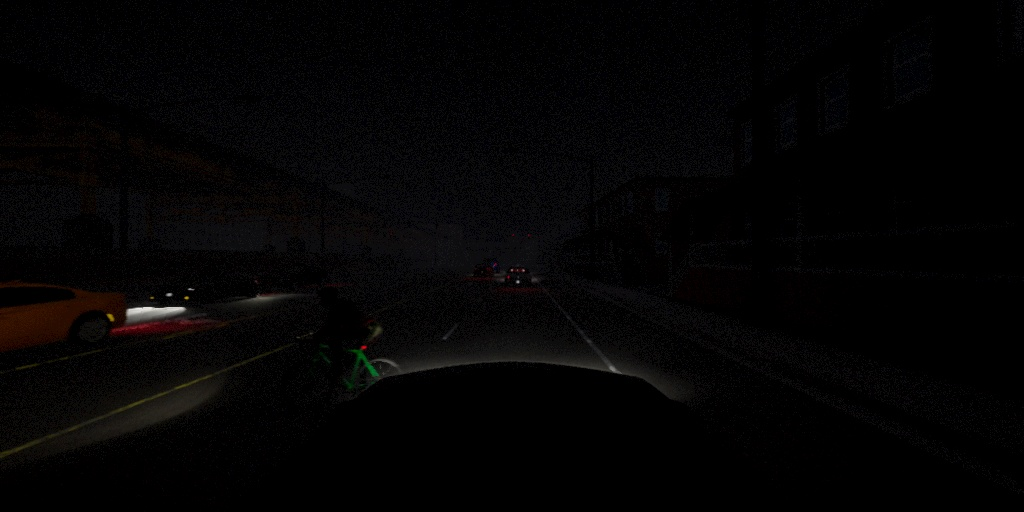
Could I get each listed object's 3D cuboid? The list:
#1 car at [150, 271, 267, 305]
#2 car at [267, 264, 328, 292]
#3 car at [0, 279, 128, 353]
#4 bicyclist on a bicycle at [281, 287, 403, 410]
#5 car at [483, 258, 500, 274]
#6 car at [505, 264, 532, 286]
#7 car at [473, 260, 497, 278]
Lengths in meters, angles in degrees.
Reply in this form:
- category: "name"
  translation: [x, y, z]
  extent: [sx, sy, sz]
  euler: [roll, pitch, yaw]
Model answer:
- category: "car"
  translation: [-13.895, 1.399, 16.546]
  extent: [1.994, 1.385, 4.181]
  euler: [0, 0, 1]
- category: "car"
  translation: [-13.711, 1.270, 22.852]
  extent: [1.882, 1.535, 5.008]
  euler: [0, 0, 1]
- category: "car"
  translation: [-10.531, 1.255, 6.779]
  extent: [1.882, 1.535, 5.008]
  euler: [0, 0, 1]
- category: "bicyclist on a bicycle"
  translation: [-2.221, 1.222, 4.686]
  extent: [1.656, 1.620, 0.582]
  euler: [-2, 0, 1]
- category: "car"
  translation: [-2.788, 1.247, 47.711]
  extent: [2.150, 2.045, 5.566]
  euler: [0, 0, 1]
- category: "car"
  translation: [0.450, 1.497, 26.716]
  extent: [1.895, 1.301, 4.718]
  euler: [0, 0, 1]
- category: "car"
  translation: [-2.910, 1.443, 37.725]
  extent: [1.882, 1.535, 5.008]
  euler: [0, 0, 1]
